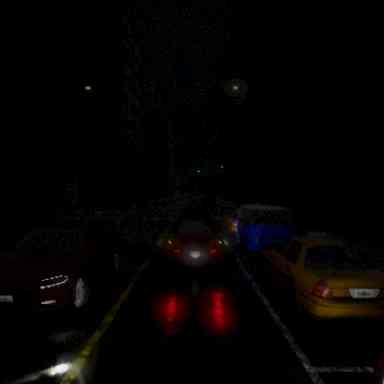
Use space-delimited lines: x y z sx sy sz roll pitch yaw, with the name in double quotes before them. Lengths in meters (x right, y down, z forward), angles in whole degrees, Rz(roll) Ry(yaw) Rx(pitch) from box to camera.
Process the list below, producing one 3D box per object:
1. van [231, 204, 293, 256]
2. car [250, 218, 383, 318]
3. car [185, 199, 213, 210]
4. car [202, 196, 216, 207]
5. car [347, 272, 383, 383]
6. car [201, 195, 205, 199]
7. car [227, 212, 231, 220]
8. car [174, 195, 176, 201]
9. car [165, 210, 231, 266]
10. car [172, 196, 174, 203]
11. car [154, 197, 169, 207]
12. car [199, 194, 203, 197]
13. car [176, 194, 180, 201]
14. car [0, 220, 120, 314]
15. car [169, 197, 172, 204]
"van" 2.705 1.382 12.995 1.690 1.788 3.998 1 0 0
"car" 2.691 1.549 7.491 1.752 1.417 4.829 1 0 0
"car" 0.488 1.591 27.237 1.837 1.490 4.892 0 0 6
"car" 3.116 1.739 56.331 1.947 1.339 4.313 1 0 1
"car" 2.677 1.587 1.648 1.802 1.307 4.206 1 0 0
"car" 3.200 1.734 61.861 1.887 1.381 4.507 1 0 1
"car" 2.717 1.585 18.838 1.752 1.417 4.829 1 0 0
"car" -5.158 1.767 73.041 1.887 1.381 4.507 1 0 1
"car" 0.105 1.562 11.538 1.812 1.442 4.674 0 0 0
"car" -5.242 1.758 67.512 2.008 1.369 4.403 1 0 1
"car" -5.409 1.757 56.455 1.802 1.307 4.206 1 0 1
"car" 3.532 1.818 83.981 1.947 1.339 4.313 1 0 1
"car" -4.911 1.794 89.457 1.752 1.417 4.829 1 0 1
"car" -3.079 1.503 8.005 1.882 1.535 5.008 0 0 0
"car" -5.325 1.757 61.984 1.947 1.339 4.313 1 0 1
